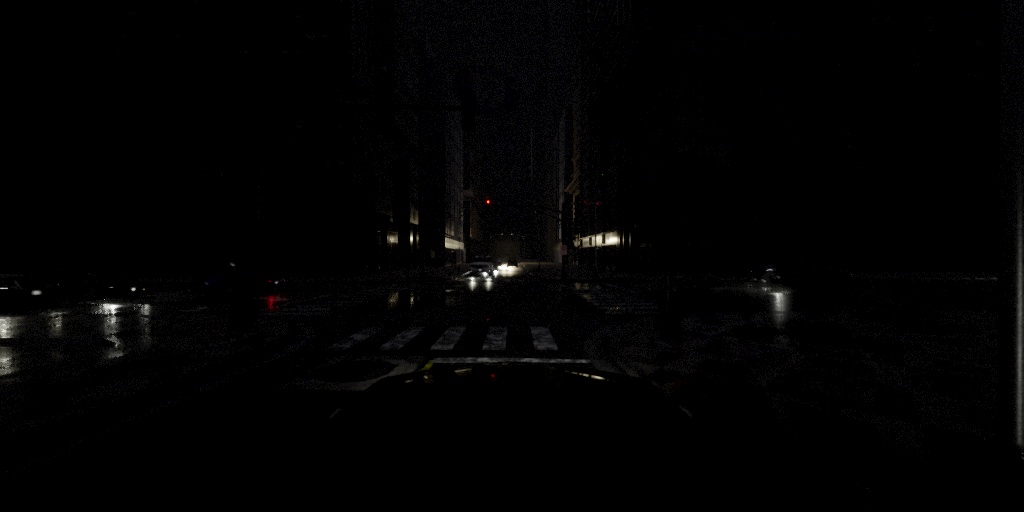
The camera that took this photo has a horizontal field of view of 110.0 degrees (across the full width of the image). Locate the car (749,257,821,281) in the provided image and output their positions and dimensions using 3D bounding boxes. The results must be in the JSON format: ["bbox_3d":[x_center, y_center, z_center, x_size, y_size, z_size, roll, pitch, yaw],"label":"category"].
[{"bbox_3d":[18.425,0.964,23.838,4.553,1.767,2.097,0,0,0],"label":"car"}]

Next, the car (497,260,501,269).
[{"bbox_3d":[-3.043,1.359,51.795,1.895,1.301,4.718,0,0,0],"label":"car"}]

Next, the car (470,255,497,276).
[{"bbox_3d":[-3.071,0.968,37.295,2.150,2.045,5.566,0,1,0],"label":"car"}]

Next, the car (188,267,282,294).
[{"bbox_3d":[-15.923,1.350,20.742,4.674,1.442,1.812,0,0,0],"label":"car"}]

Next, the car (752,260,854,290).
[{"bbox_3d":[16.858,1.156,20.594,4.674,1.442,1.812,0,0,0],"label":"car"}]

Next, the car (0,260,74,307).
[{"bbox_3d":[-21.317,1.090,14.012,5.566,2.045,2.150,0,0,0],"label":"car"}]

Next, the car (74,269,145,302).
[{"bbox_3d":[-20.648,1.362,17.261,4.892,1.490,1.837,0,0,0],"label":"car"}]
